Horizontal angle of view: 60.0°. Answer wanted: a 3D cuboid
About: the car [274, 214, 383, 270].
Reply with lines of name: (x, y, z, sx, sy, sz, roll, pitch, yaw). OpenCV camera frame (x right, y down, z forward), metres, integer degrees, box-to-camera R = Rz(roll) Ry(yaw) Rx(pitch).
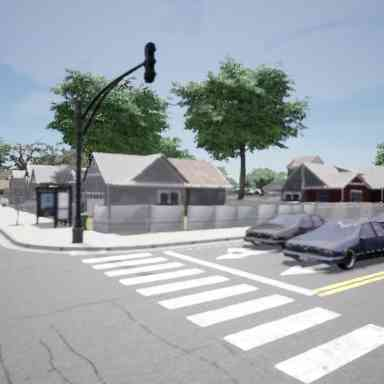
car: (5.564, 1.662, 11.645, 5.357, 1.411, 2.033, 1, 0, -35)

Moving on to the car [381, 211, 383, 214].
car: (13.024, 1.782, 20.963, 5.357, 1.411, 2.033, 1, 0, -35)

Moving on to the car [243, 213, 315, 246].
car: (4.733, 1.674, 15.088, 5.357, 1.411, 2.033, 1, 0, -38)
